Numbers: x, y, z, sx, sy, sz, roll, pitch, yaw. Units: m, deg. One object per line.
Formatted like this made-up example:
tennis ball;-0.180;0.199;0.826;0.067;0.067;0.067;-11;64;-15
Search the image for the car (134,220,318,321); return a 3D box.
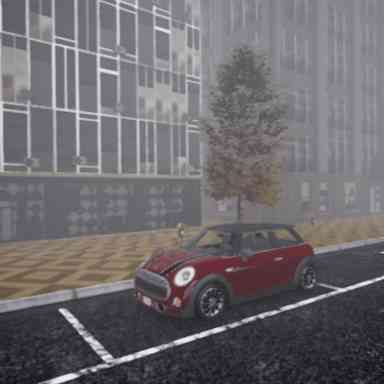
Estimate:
car;0.816;1.428;7.150;4.097;1.590;1.967;0;0;-35
